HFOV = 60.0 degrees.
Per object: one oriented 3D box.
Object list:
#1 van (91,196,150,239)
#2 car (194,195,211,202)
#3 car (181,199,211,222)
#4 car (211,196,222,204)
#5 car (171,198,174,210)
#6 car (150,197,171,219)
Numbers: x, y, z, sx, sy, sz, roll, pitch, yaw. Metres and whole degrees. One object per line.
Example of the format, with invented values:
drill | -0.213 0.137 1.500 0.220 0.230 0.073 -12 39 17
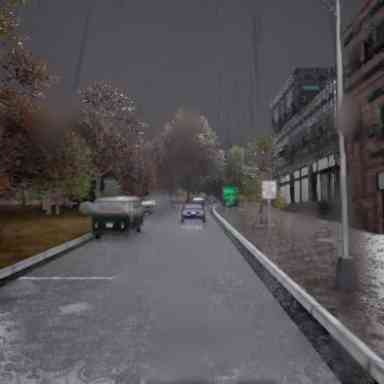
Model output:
van | -3.631 1.232 17.180 1.878 1.987 4.442 1 1 2
car | 0.964 1.327 42.866 1.812 1.442 4.674 -1 1 7
car | 0.096 1.485 25.479 2.033 1.411 5.357 0 0 0
car | 3.396 1.398 61.395 2.231 1.521 4.892 -2 -1 29
car | -3.411 1.253 34.142 2.185 1.767 4.553 -1 1 2
car | -3.411 1.415 28.434 2.231 1.521 4.892 0 0 2
